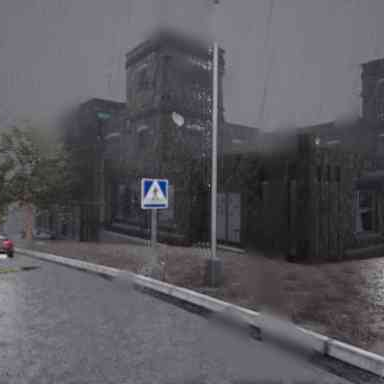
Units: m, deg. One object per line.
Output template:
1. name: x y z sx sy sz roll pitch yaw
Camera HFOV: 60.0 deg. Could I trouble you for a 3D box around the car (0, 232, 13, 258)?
1. car: -11.263 2.938 18.527 1.812 1.442 4.674 1 -6 -38
